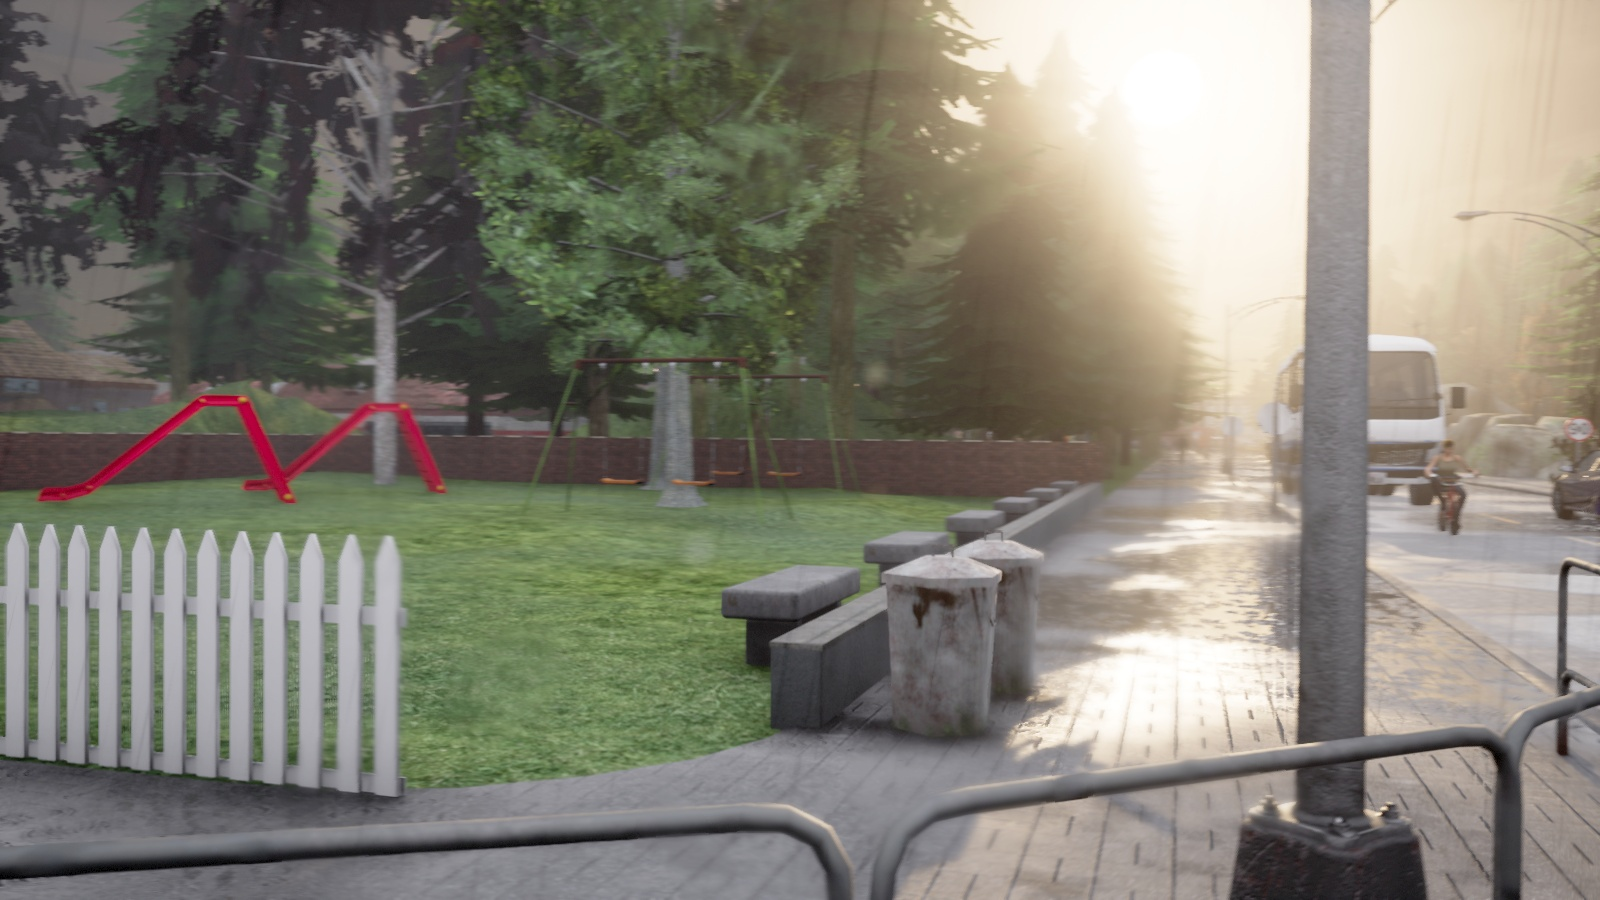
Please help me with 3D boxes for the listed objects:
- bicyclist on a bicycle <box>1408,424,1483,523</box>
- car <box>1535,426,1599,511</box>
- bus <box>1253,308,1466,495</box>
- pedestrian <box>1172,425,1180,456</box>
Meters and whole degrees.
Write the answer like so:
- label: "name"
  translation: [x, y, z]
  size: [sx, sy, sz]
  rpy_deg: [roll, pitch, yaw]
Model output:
- label: "bicyclist on a bicycle"
  translation: [10.893, 0.380, 21.243]
  size: [0.866, 1.612, 1.509]
  rpy_deg: [-1, 1, 17]
- label: "car"
  translation: [15.966, 0.295, 24.290]
  size: [2.007, 1.525, 4.514]
  rpy_deg: [-1, 1, 17]
- label: "bus"
  translation: [14.677, -1.113, 34.001]
  size: [3.944, 4.253, 10.273]
  rpy_deg: [-1, 0, 17]
- label: "pedestrian"
  translation: [22.395, -0.547, 74.810]
  size: [0.431, 1.840, 0.703]
  rpy_deg: [-1, 1, 17]
